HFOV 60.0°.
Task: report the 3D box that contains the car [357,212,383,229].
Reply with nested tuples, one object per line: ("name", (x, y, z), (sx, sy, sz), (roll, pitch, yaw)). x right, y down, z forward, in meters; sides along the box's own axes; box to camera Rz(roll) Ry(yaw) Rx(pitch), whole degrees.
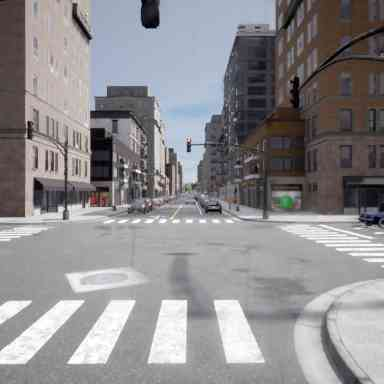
("car", (12.991, 1.553, 20.726), (4.718, 1.301, 1.895), (0, 0, 0))

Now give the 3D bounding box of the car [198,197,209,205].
("car", (2.224, 1.648, 63.738), (2.008, 1.369, 4.403), (0, 0, 0))

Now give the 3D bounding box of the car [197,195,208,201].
("car", (2.235, 1.637, 52.717), (1.947, 1.339, 4.313), (0, 0, 0))

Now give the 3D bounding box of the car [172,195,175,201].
("car", (-5.819, 1.695, 80.261), (2.008, 1.369, 4.403), (0, 0, 0))

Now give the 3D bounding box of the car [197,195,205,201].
("car", (2.200, 1.600, 85.781), (1.967, 1.590, 4.097), (0, 0, 0))

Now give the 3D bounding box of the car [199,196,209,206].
("car", (2.242, 1.641, 47.206), (1.802, 1.307, 4.206), (0, 0, 0))

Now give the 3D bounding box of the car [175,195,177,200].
("car", (-5.831, 1.721, 91.283), (1.887, 1.381, 4.507), (0, 0, 0))

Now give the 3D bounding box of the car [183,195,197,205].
("car", (-0.309, 1.696, 63.087), (1.895, 1.301, 4.718), (0, 0, 0))

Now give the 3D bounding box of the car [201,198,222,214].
("car", (2.254, 1.606, 36.183), (1.947, 1.339, 4.313), (0, 0, 0))

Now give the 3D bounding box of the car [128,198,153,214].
("car", (-5.771, 1.480, 36.176), (1.967, 1.590, 4.097), (0, 0, 0))

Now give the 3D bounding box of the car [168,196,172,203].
("car", (-5.807, 1.552, 69.240), (1.967, 1.590, 4.097), (0, 0, 0))

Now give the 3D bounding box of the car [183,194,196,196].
("car", (-0.422, 1.664, 73.454), (2.033, 1.411, 5.357), (0, 0, 0))

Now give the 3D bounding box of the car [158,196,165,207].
("car", (-5.789, 1.653, 52.707), (1.802, 1.307, 4.206), (0, 0, 0))

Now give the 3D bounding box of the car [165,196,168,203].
("car", (-5.795, 1.634, 58.218), (2.008, 1.369, 4.403), (0, 0, 0))

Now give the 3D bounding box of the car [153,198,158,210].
("car", (-5.777, 1.490, 41.686), (1.967, 1.590, 4.097), (0, 0, 0))

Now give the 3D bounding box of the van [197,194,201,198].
("van", (2.230, 1.424, 58.227), (1.690, 1.788, 3.998), (0, 0, 0))
